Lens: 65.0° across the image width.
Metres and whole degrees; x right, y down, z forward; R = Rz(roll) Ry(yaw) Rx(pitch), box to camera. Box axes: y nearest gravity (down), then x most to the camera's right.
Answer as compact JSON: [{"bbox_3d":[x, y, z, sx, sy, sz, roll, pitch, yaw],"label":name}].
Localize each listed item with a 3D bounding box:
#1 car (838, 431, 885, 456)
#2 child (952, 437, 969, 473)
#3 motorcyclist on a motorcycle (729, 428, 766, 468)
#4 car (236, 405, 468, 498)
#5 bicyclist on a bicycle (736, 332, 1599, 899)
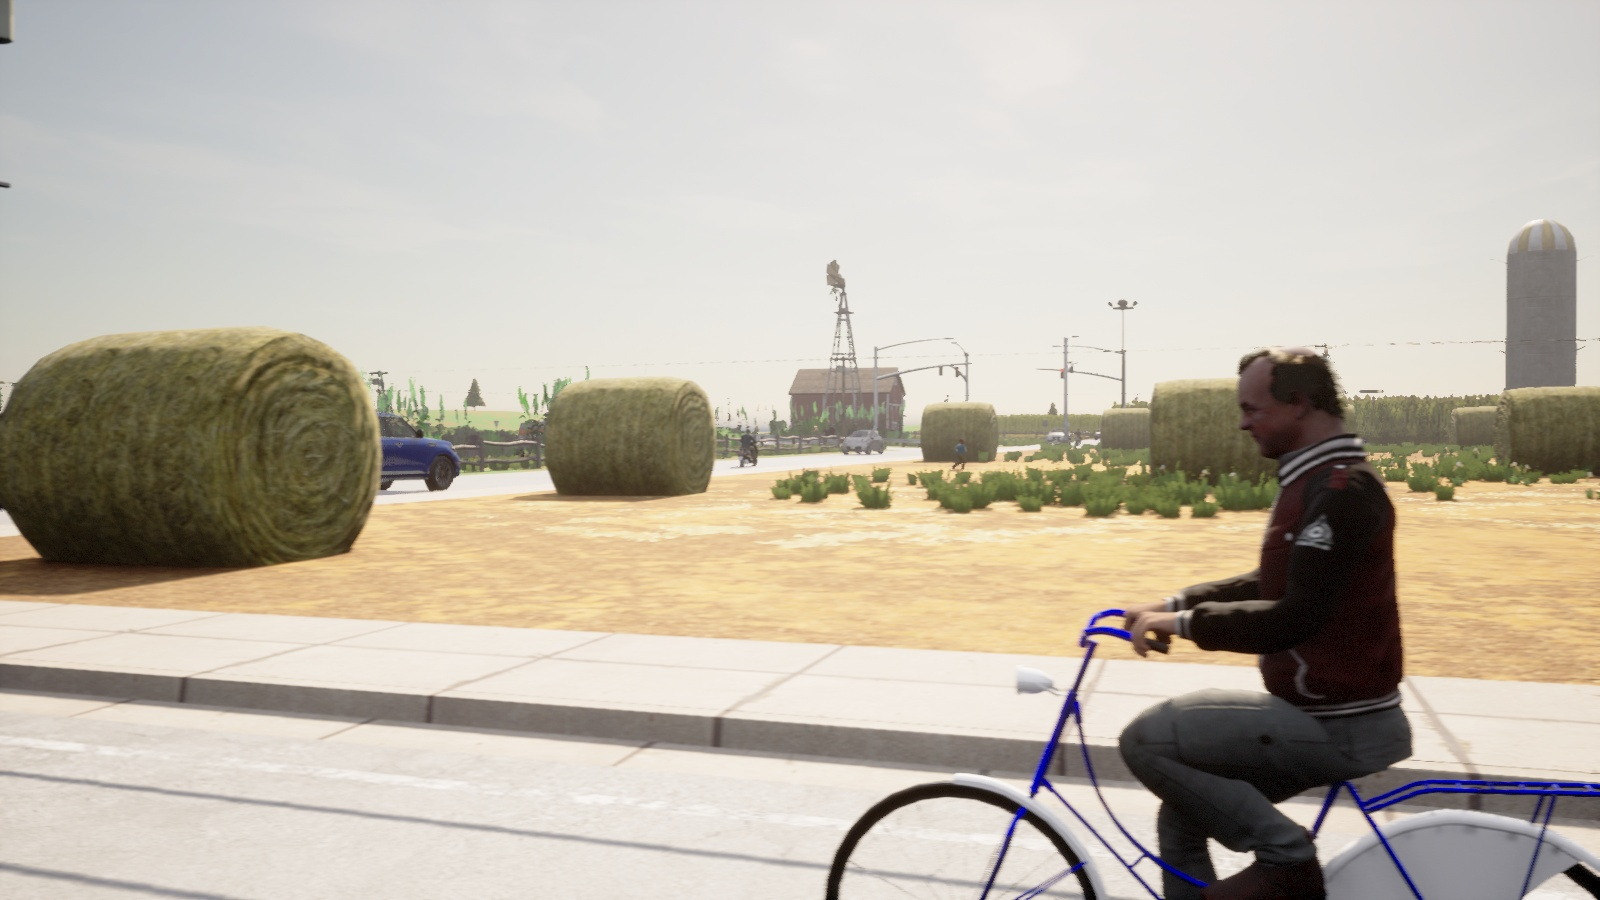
[{"bbox_3d":[3.781,-0.409,76.765,1.845,1.501,3.633,1,1,21],"label":"car"},{"bbox_3d":[5.390,0.157,42.264,0.448,1.192,0.343,1,1,35],"label":"child"},{"bbox_3d":[-2.154,-0.095,52.001,0.866,1.590,1.817,1,1,21],"label":"motorcyclist on a motorcycle"},{"bbox_3d":[-10.631,-0.015,30.361,2.150,2.045,5.566,1,1,21],"label":"car"},{"bbox_3d":[0.833,0.654,2.911,1.843,1.776,0.659,1,1,19],"label":"bicyclist on a bicycle"}]
